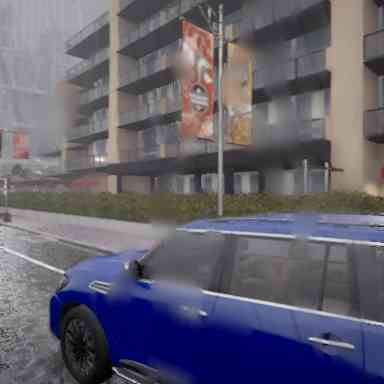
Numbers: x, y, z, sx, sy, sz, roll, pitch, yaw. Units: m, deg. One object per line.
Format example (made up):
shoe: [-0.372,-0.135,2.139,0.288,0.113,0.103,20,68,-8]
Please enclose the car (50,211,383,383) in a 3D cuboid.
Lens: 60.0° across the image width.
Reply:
car: [0.726,1.240,3.644,5.566,2.045,2.150,0,0,37]
